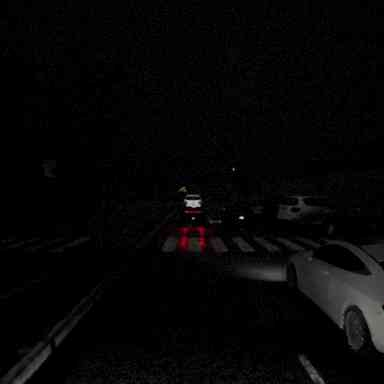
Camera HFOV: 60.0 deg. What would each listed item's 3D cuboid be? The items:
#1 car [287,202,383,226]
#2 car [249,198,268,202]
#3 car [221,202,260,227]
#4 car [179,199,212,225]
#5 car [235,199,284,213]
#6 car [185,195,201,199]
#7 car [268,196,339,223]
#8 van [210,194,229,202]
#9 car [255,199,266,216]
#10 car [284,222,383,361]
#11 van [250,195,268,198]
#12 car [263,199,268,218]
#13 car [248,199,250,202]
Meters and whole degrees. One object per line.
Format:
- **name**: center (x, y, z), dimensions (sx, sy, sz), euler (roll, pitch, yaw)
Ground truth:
- **car**: center (8.077, 1.508, 18.089), dimensions (4.892, 1.521, 2.231), euler (1, 0, -20)
- **car**: center (8.240, 1.561, 30.088), dimensions (5.366, 1.575, 1.946), euler (1, -1, -20)
- **car**: center (3.097, 1.596, 22.794), dimensions (1.994, 1.385, 4.181), euler (0, 0, 0)
- **car**: center (0.095, 1.528, 24.186), dimensions (2.128, 1.511, 4.902), euler (0, 0, 0)
- **car**: center (7.893, 1.610, 38.903), dimensions (5.366, 1.575, 1.946), euler (1, 0, -20)
- **car**: center (0.090, 1.345, 38.953), dimensions (2.150, 2.045, 5.566), euler (0, 0, 0)
- **car**: center (8.096, 1.266, 21.092), dimensions (5.566, 2.045, 2.435), euler (1, 0, -20)
- **van**: center (7.953, 1.645, 91.214), dimensions (4.442, 1.987, 1.878), euler (1, -2, -20)
- **car**: center (8.060, 1.546, 27.041), dimensions (4.892, 1.521, 2.231), euler (1, -1, -20)
- **car**: center (3.100, 1.522, 5.791), dimensions (1.812, 1.442, 4.674), euler (0, 0, 0)
- **van**: center (7.959, 1.370, 35.946), dimensions (4.442, 1.987, 1.878), euler (1, 0, -20)
- **car**: center (8.073, 1.530, 24.055), dimensions (5.008, 1.535, 2.097), euler (1, 0, -20)
- **car**: center (8.091, 1.609, 33.018), dimensions (4.792, 1.488, 2.163), euler (1, -1, -20)
